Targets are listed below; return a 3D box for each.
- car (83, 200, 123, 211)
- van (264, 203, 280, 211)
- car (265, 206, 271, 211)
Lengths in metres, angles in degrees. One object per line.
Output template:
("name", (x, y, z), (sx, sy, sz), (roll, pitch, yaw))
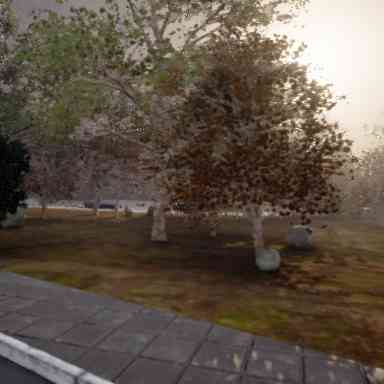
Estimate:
("car", (-11.283, 1.690, 42.500), (4.718, 1.301, 1.895), (6, -2, -44))
("van", (21.353, 3.921, 88.882), (4.442, 1.987, 1.878), (3, 0, -43))
("car", (17.364, 3.662, 85.166), (5.566, 2.045, 2.435), (3, 0, -43))
